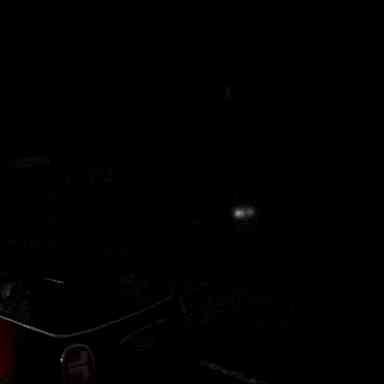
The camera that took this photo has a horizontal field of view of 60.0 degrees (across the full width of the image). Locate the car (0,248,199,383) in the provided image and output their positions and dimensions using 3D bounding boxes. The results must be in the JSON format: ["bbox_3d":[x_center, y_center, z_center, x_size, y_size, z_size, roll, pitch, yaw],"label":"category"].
[{"bbox_3d":[-2.013,1.460,4.288,4.097,1.590,1.967,0,0,36],"label":"car"}]
